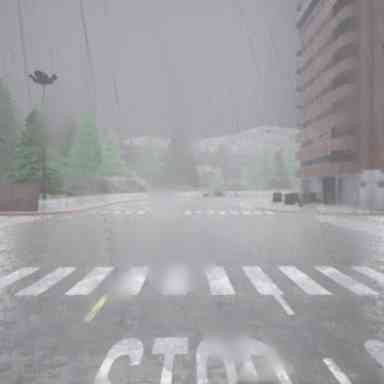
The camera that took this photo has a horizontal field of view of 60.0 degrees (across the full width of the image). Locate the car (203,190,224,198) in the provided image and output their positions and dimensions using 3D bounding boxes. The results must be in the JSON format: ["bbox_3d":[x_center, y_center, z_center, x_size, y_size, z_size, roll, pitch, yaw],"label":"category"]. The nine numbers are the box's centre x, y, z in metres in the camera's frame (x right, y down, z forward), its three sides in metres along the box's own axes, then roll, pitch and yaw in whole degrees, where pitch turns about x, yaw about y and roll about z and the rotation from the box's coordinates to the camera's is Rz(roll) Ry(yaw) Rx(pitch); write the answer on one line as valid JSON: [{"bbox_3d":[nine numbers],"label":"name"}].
[{"bbox_3d":[4.281,0.332,65.055,4.892,1.490,1.837,-2,0,-43],"label":"car"}]
